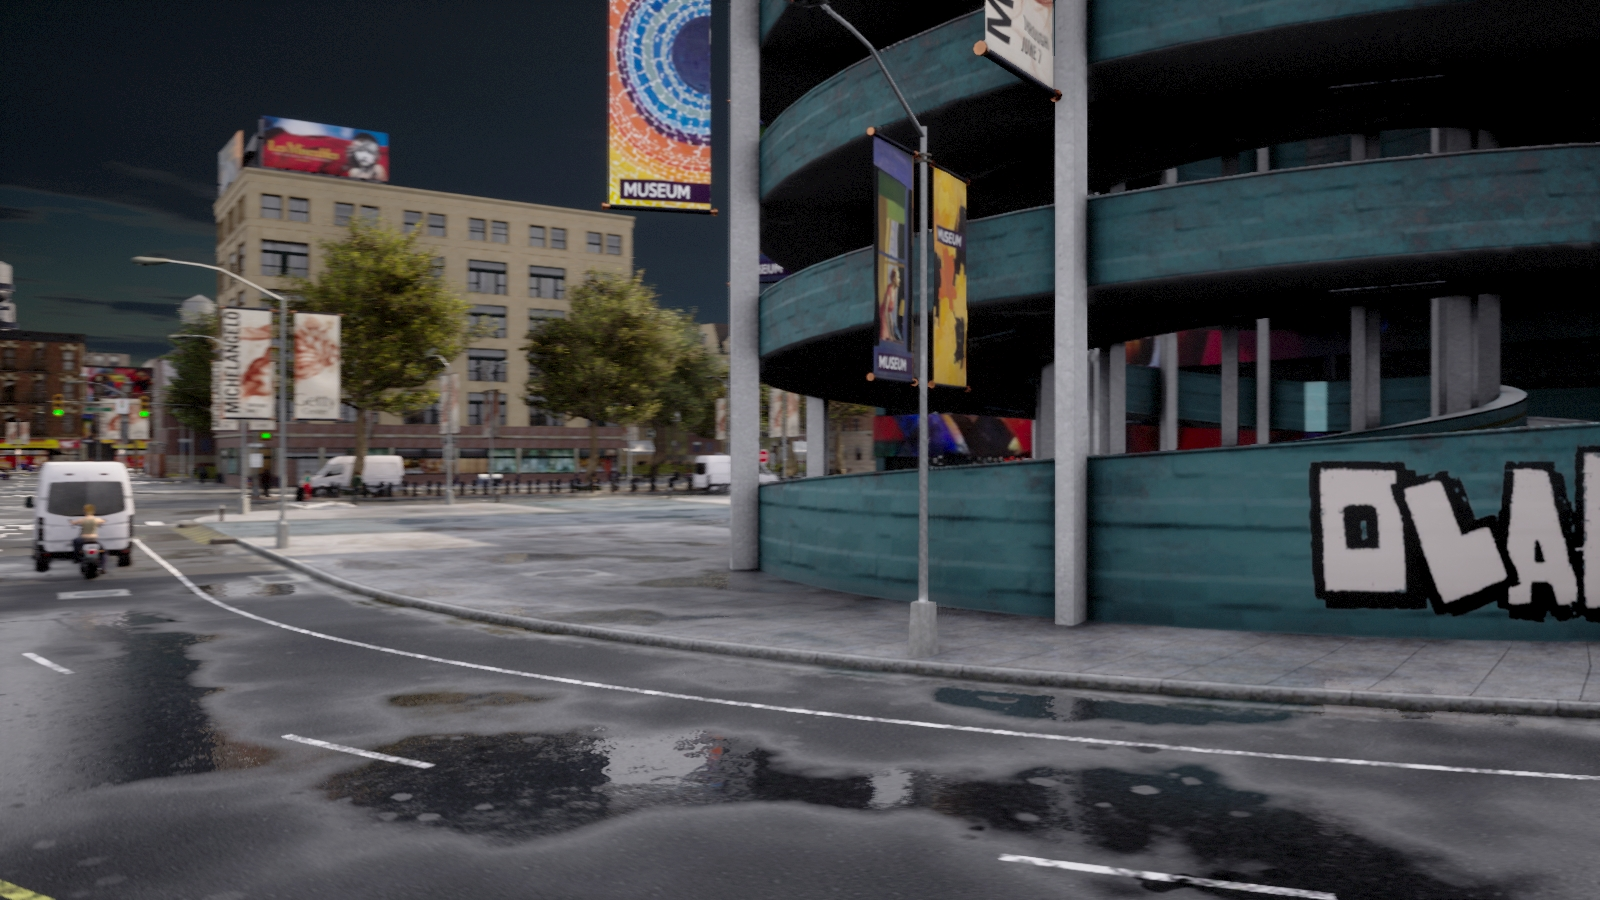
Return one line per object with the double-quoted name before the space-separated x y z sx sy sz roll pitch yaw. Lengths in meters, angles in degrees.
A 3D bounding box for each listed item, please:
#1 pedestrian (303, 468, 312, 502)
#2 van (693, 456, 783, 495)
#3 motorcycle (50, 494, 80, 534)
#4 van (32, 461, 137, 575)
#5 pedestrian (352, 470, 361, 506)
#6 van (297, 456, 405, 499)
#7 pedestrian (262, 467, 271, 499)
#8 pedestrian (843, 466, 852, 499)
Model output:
"pedestrian" -27.140 1.949 62.938 0.375 1.860 0.375 0 0 -36
"van" -4.156 1.674 77.069 5.915 2.561 1.988 0 0 -34
"motorcycle" -25.771 2.228 40.041 0.764 1.277 2.356 0 0 -35
"van" -18.279 1.577 29.051 1.988 2.561 5.915 0 0 -35
"pedestrian" -22.718 1.944 58.537 0.375 1.860 0.375 0 0 -33
"van" -27.744 1.648 70.724 5.915 2.561 1.988 0 0 -34
"pedestrian" -31.448 1.954 67.354 0.375 1.860 0.375 0 0 -40
"pedestrian" 2.665 1.820 64.448 0.375 1.860 0.375 0 0 -33
